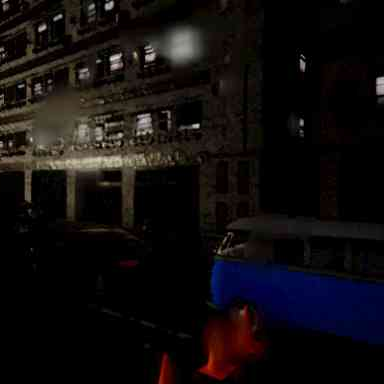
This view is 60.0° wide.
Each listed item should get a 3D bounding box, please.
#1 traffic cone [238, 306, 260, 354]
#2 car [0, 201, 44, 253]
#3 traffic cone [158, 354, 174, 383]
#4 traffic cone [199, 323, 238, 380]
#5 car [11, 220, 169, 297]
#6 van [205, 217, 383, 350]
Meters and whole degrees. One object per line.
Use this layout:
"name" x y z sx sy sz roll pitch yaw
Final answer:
"traffic cone" 0.781 1.943 4.807 0.340 0.580 0.340 0 1 25
"car" -7.080 1.249 11.595 5.009 1.841 2.192 0 1 36
"traffic cone" -0.264 1.945 3.369 0.340 0.580 0.340 0 0 36
"traffic cone" 0.319 1.945 4.182 0.340 0.580 0.340 0 0 36
"car" -2.473 1.546 8.301 4.206 1.307 1.802 0 1 36
"van" 2.132 1.336 5.001 3.998 1.788 1.690 0 1 36
